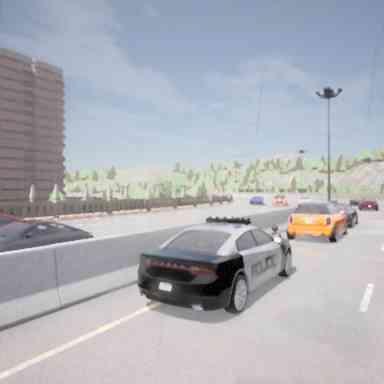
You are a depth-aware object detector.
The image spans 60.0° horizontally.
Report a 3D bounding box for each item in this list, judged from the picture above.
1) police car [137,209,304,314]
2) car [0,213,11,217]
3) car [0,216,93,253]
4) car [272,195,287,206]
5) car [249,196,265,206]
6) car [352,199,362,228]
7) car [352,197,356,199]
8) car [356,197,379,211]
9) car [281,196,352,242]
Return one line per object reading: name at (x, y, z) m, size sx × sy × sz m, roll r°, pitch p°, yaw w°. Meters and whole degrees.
police car at (0.929, 1.401, 7.881) m, size 1.930 × 1.638 × 5.238 m, roll 0°, pitch 0°, yaw 32°
car at (-7.918, 1.476, 11.761) m, size 1.882 × 1.535 × 5.008 m, roll 0°, pitch 0°, yaw 32°
car at (-4.948, 1.556, 9.912) m, size 1.994 × 1.385 × 4.181 m, roll 0°, pitch 0°, yaw 32°
car at (12.948, 1.167, 48.825) m, size 2.097 × 1.767 × 4.553 m, roll 0°, pitch 0°, yaw 20°
car at (9.994, 1.300, 50.866) m, size 1.882 × 1.535 × 5.008 m, roll 0°, pitch 0°, yaw 19°
car at (9.439, 1.431, 21.301) m, size 1.812 × 1.442 × 4.674 m, roll 0°, pitch 0°, yaw 32°
car at (24.083, 1.376, 48.094) m, size 1.895 × 1.301 × 4.718 m, roll 0°, pitch 0°, yaw 16°
car at (20.097, 1.344, 37.984) m, size 1.812 × 1.442 × 4.674 m, roll 0°, pitch 0°, yaw 24°
car at (6.209, 1.283, 16.208) m, size 2.097 × 1.767 × 4.553 m, roll 0°, pitch 0°, yaw 32°
